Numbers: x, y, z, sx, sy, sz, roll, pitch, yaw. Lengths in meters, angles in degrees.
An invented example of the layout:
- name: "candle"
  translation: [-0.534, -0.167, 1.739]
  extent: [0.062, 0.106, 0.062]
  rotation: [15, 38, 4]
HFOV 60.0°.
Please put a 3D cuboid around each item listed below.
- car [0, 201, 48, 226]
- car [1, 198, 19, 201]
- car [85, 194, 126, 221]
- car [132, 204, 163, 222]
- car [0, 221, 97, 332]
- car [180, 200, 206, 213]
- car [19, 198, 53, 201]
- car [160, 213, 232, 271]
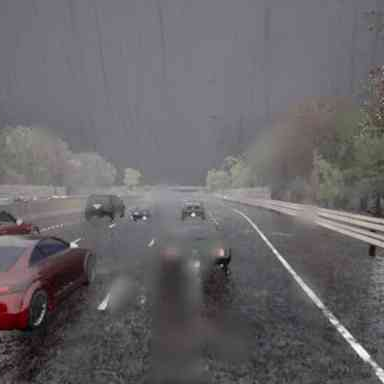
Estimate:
- name: "car"
  translation: [-6.905, 1.336, 11.066]
  extent: [2.097, 1.767, 4.553]
  rotation: [0, 0, 0]
- name: "car"
  translation: [-21.071, 1.465, 38.472]
  extent: [1.837, 1.490, 4.892]
  rotation: [0, 0, 0]
- name: "car"
  translation: [-6.893, 1.189, 26.814]
  extent: [2.150, 2.045, 5.566]
  rotation: [0, 0, 0]
- name: "car"
  translation: [-3.396, 1.569, 26.180]
  extent: [1.895, 1.301, 4.718]
  rotation: [0, 0, 0]
- name: "car"
  translation: [-3.418, 1.554, 6.824]
  extent: [1.994, 1.385, 4.181]
  rotation: [0, 0, 0]
- name: "car"
  translation: [0.105, 1.473, 27.772]
  extent: [1.837, 1.490, 4.892]
  rotation: [0, 0, 0]
- name: "car"
  translation: [-17.571, 1.451, 38.797]
  extent: [2.128, 1.511, 4.902]
  rotation: [0, 0, 0]
- name: "car"
  translation: [0.097, 1.586, 10.782]
  extent: [1.895, 1.301, 4.718]
  rotation: [0, 0, 0]
